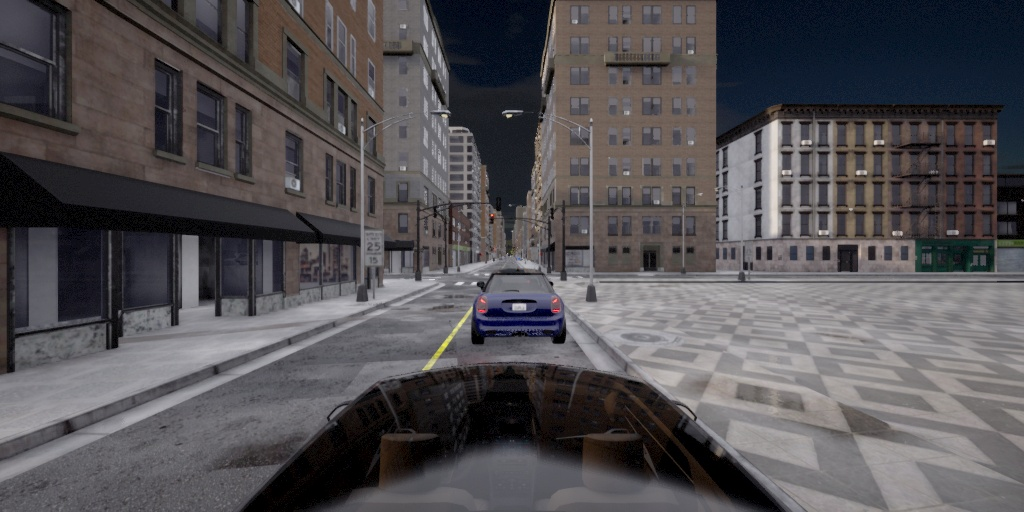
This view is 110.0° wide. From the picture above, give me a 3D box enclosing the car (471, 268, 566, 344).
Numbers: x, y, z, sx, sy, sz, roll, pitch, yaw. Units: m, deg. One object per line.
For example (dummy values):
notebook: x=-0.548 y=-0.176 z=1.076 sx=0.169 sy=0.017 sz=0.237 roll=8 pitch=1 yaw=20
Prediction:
car: x=0.099 y=1.101 z=9.716 sx=2.097 sy=1.767 sz=4.553 roll=0 pitch=0 yaw=-1
